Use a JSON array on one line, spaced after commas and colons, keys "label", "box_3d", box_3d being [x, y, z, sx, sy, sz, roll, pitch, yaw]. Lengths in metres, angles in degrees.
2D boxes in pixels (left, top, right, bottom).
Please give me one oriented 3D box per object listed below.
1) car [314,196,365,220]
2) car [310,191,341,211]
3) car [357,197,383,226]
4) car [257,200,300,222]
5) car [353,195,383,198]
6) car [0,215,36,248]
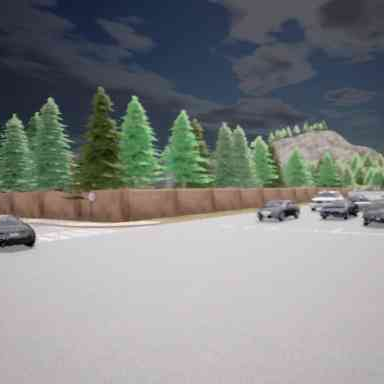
[{"label": "car", "box_3d": [11.587, 1.316, 25.948, 2.033, 1.411, 5.357, -1, 0, 38]}, {"label": "car", "box_3d": [14.292, 0.936, 35.169, 2.150, 2.045, 5.566, -1, 0, 38]}, {"label": "car", "box_3d": [12.092, 1.265, 20.897, 1.837, 1.490, 4.892, -1, 0, 38]}, {"label": "car", "box_3d": [6.661, 1.356, 25.316, 2.128, 1.511, 4.902, -1, 0, 38]}, {"label": "car", "box_3d": [17.778, 1.247, 33.937, 1.895, 1.301, 4.718, -1, 0, 38]}, {"label": "car", "box_3d": [-8.683, 1.728, 14.846, 4.181, 1.385, 1.994, -1, 0, 42]}]
